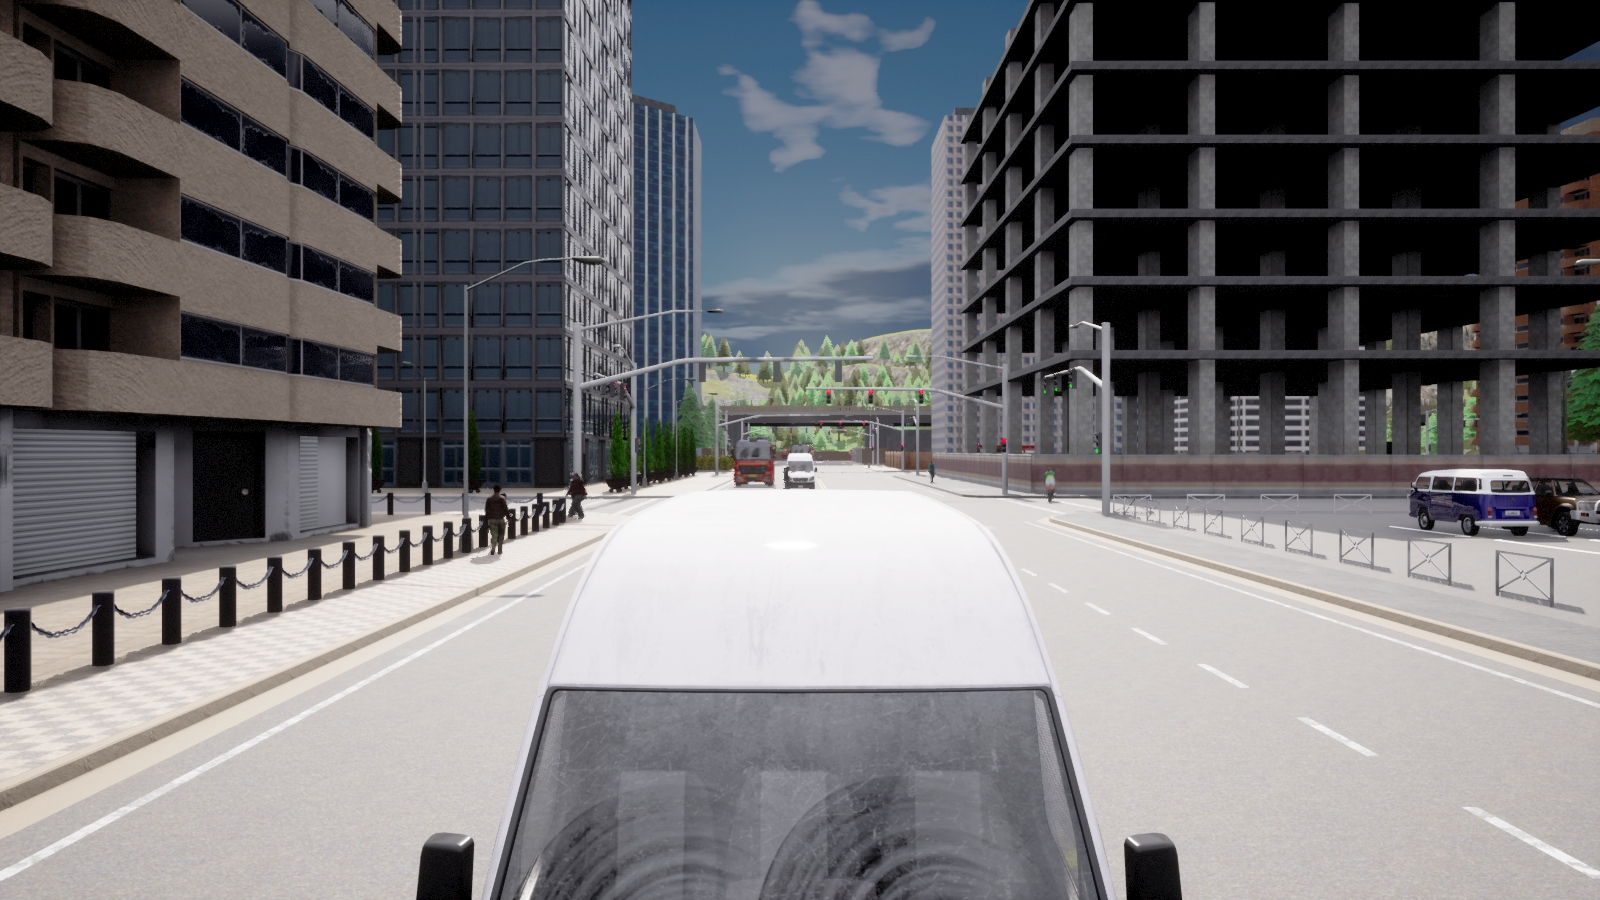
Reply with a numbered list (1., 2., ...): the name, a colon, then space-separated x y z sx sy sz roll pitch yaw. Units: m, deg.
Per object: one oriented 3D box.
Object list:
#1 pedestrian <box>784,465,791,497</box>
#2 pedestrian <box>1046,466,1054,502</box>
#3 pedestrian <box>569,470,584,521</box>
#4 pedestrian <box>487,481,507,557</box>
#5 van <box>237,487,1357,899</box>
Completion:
1. pedestrian: -0.734 1.848 67.556 0.375 1.860 0.375 0 0 2
2. pedestrian: 13.074 1.793 59.795 0.375 1.860 0.375 0 0 7
3. pedestrian: -8.344 1.696 42.695 0.375 1.860 0.375 0 0 36
4. pedestrian: -7.500 1.697 28.305 0.375 1.860 0.375 0 0 1
5. van: -0.002 1.534 4.985 1.988 2.561 5.915 0 0 0
